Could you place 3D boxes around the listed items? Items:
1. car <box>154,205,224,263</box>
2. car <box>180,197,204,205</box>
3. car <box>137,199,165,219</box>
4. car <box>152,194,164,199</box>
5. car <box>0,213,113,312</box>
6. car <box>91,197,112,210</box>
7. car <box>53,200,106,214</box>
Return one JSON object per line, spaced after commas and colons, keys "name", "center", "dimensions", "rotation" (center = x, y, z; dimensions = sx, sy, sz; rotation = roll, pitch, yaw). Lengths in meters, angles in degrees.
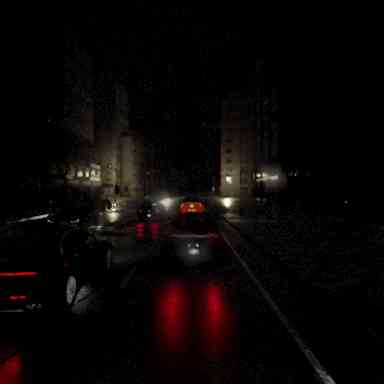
{"name": "car", "center": [0.046, 1.450, 11.762], "dimensions": [2.128, 1.511, 4.902], "rotation": [0, 0, 0]}
{"name": "car", "center": [-0.024, 1.214, 30.217], "dimensions": [2.097, 1.767, 4.553], "rotation": [0, 0, 0]}
{"name": "car", "center": [-3.265, 1.482, 27.457], "dimensions": [1.895, 1.301, 4.718], "rotation": [0, 0, 0]}
{"name": "car", "center": [-6.621, 1.126, 64.285], "dimensions": [2.128, 1.511, 4.902], "rotation": [0, 1, 1]}
{"name": "car", "center": [-3.198, 1.482, 7.692], "dimensions": [1.837, 1.490, 4.892], "rotation": [0, 0, 0]}
{"name": "car", "center": [-9.987, 1.331, 35.808], "dimensions": [2.128, 1.511, 4.902], "rotation": [0, 0, 0]}
{"name": "car", "center": [-6.673, 1.432, 19.268], "dimensions": [1.837, 1.490, 4.892], "rotation": [0, 0, 0]}
